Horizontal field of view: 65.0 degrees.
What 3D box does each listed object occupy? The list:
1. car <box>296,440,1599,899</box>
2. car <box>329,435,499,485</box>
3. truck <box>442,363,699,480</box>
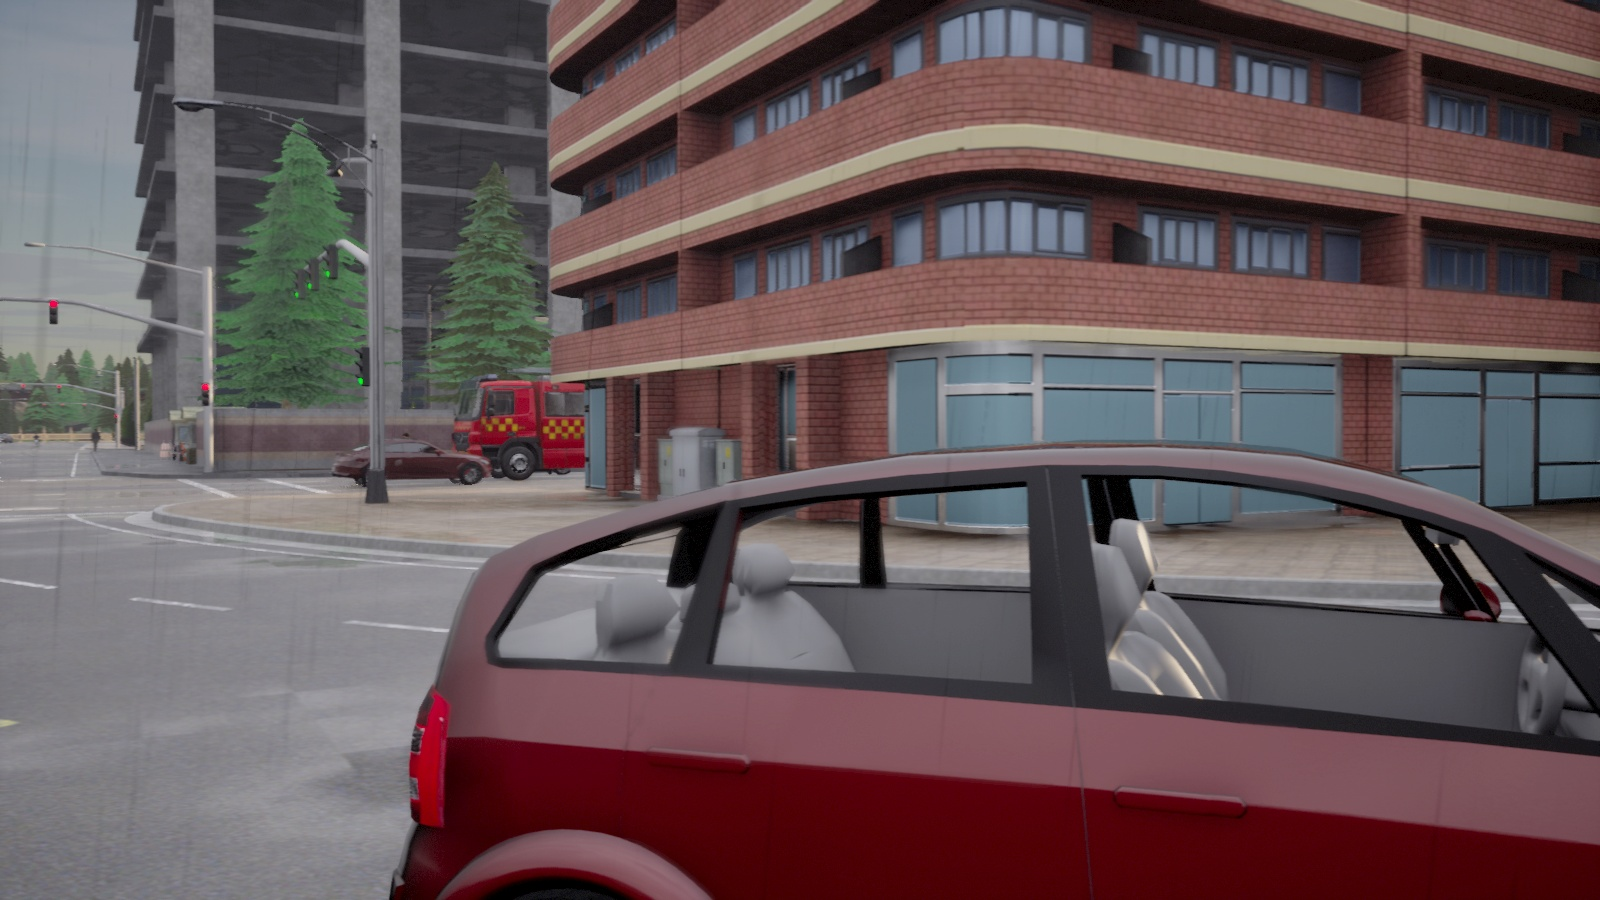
[{"bbox_3d":[0.997,0.767,2.857,3.705,1.549,1.789,0,1,19],"label":"car"},{"bbox_3d":[-11.757,0.285,38.305,4.674,1.442,1.812,0,1,-28],"label":"car"},{"bbox_3d":[-8.025,-0.981,44.402,8.468,3.827,2.891,0,1,-29],"label":"truck"}]
